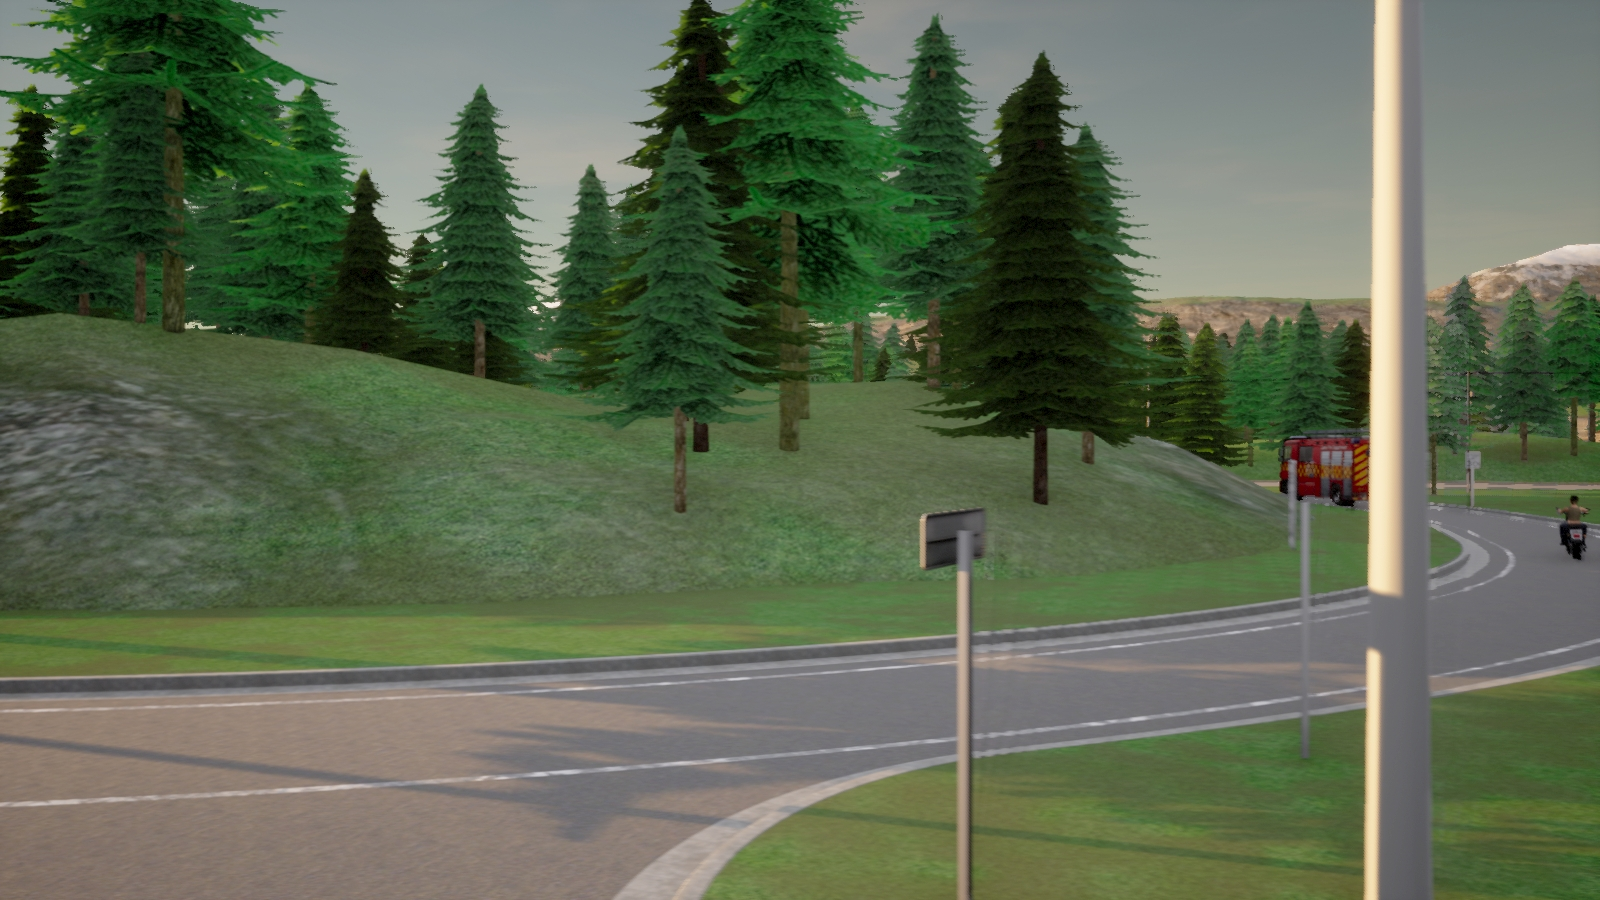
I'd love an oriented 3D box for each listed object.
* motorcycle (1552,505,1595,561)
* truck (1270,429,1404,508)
[{"bbox_3d":[20.352,2.155,30.080,0.764,1.307,2.356,-1,-1,30],"label":"motorcycle"},{"bbox_3d":[27.625,0.890,59.272,2.891,3.827,8.468,0,0,-1],"label":"truck"}]
